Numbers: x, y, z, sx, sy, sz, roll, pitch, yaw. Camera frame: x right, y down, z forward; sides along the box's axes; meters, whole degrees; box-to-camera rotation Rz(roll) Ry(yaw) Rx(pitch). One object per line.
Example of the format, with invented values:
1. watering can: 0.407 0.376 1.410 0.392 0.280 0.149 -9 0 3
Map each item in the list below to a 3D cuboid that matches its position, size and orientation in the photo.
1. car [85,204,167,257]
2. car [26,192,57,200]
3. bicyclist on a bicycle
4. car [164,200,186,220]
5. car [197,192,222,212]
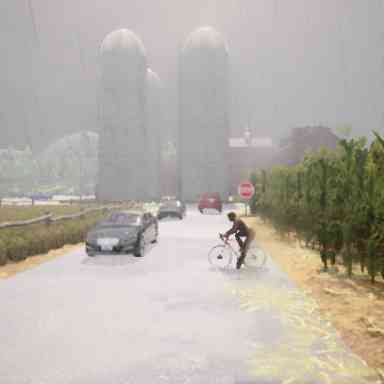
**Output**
1. car: -2.477 1.437 12.758 2.128 1.511 4.902 0 1 4
2. car: -32.530 0.842 71.911 4.611 1.667 2.242 0 1 3
3. bicyclist on a bicycle: 1.286 1.403 9.475 1.656 1.620 0.582 0 0 4
4. car: -1.493 1.365 26.686 2.033 1.411 5.357 0 1 4
5. car: 1.752 0.961 34.173 2.150 2.045 5.566 0 1 -2
